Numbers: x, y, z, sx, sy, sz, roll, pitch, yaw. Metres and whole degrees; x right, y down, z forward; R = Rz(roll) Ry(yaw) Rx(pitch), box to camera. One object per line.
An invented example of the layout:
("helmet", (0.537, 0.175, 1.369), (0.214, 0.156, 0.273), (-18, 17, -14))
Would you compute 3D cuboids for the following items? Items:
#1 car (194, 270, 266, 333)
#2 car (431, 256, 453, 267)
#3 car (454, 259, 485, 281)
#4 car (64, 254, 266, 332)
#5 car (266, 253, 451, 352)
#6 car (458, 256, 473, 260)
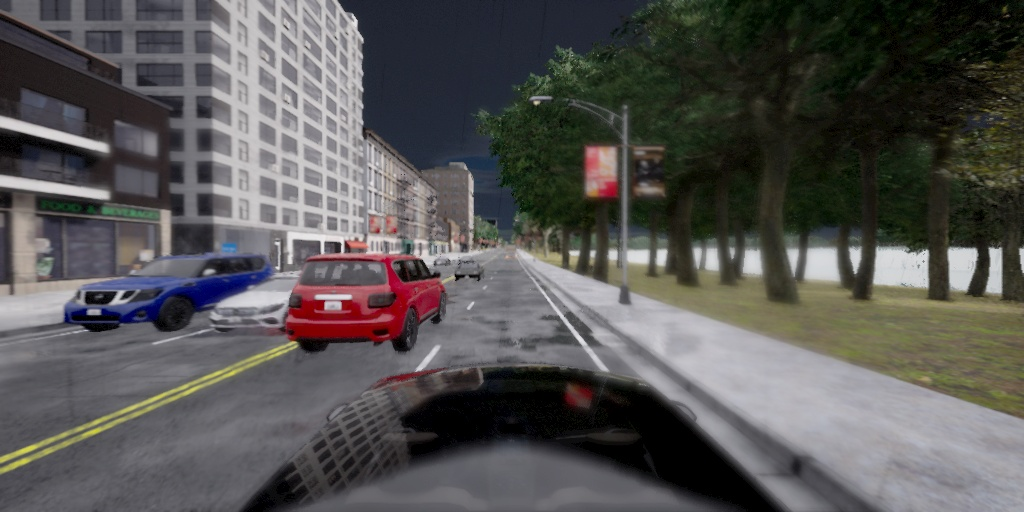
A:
("car", (-6.598, 1.258, 10.879), (1.812, 1.442, 4.674), (0, 0, 0))
("car", (-9.810, 0.746, 50.536), (2.128, 1.511, 4.902), (0, 1, 0))
("car", (-3.143, 1.157, 27.303), (1.895, 1.301, 4.718), (0, 1, 0))
("car", (-9.849, 0.952, 11.210), (2.150, 2.045, 5.566), (0, 0, 0))
("car", (-3.148, 0.962, 8.991), (2.150, 2.045, 5.566), (0, 0, 0))
("car", (-6.561, 0.721, 51.338), (1.882, 1.535, 5.008), (0, 1, 0))
